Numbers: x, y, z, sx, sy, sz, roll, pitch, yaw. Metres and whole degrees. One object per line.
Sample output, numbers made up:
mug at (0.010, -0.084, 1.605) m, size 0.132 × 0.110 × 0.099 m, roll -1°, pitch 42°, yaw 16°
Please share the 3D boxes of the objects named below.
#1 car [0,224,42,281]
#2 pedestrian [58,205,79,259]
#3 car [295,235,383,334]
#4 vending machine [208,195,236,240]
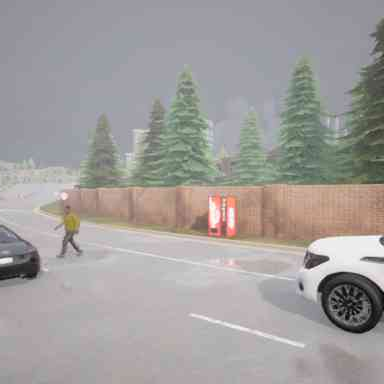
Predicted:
car at (-5.828, 1.564, 9.022) m, size 4.181 × 1.385 × 1.994 m, roll 0°, pitch 0°, yaw 42°
pedestrian at (-4.139, 1.294, 11.188) m, size 0.375 × 1.860 × 0.375 m, roll 0°, pitch 0°, yaw 42°
car at (4.538, 1.221, 5.128) m, size 5.566 × 2.045 × 2.150 m, roll 0°, pitch 0°, yaw 35°
vending machine at (1.475, 1.195, 16.327) m, size 0.880 × 2.100 × 1.100 m, roll 0°, pitch 0°, yaw 42°
